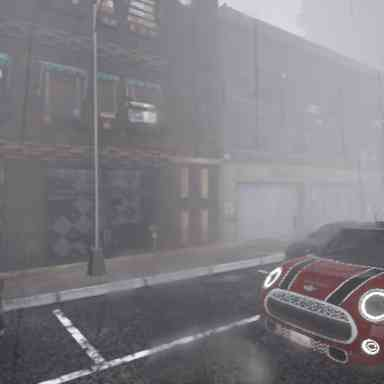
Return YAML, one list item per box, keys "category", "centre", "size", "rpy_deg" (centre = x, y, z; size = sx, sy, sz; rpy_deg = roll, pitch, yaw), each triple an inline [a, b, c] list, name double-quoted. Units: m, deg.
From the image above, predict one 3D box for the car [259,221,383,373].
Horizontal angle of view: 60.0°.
- category: "car"
  centre: [3.264, 1.345, 5.690]
  size: [4.553, 1.767, 2.097]
  rpy_deg: [0, 0, -35]

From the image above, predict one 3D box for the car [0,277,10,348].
- category: "car"
  centre: [-4.342, 1.568, 3.472]
  size: [4.313, 1.339, 1.947]
  rpy_deg: [0, 0, -35]

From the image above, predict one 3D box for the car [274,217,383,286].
- category: "car"
  centre: [4.653, 1.555, 9.885]
  size: [4.313, 1.339, 1.947]
  rpy_deg: [0, 0, -35]
